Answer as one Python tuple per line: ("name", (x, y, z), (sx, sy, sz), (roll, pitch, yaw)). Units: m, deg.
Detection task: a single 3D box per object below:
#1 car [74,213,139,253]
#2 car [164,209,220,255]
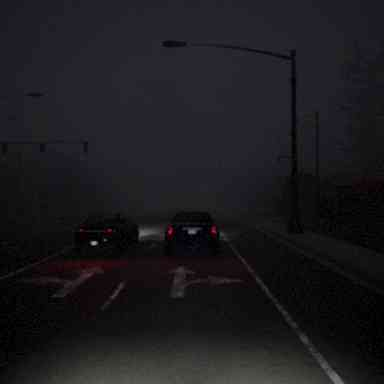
("car", (-3.493, 1.637, 14.302), (2.128, 1.511, 4.902), (0, -1, 0))
("car", (0.006, 1.492, 14.087), (2.097, 1.767, 4.553), (0, -1, 0))
